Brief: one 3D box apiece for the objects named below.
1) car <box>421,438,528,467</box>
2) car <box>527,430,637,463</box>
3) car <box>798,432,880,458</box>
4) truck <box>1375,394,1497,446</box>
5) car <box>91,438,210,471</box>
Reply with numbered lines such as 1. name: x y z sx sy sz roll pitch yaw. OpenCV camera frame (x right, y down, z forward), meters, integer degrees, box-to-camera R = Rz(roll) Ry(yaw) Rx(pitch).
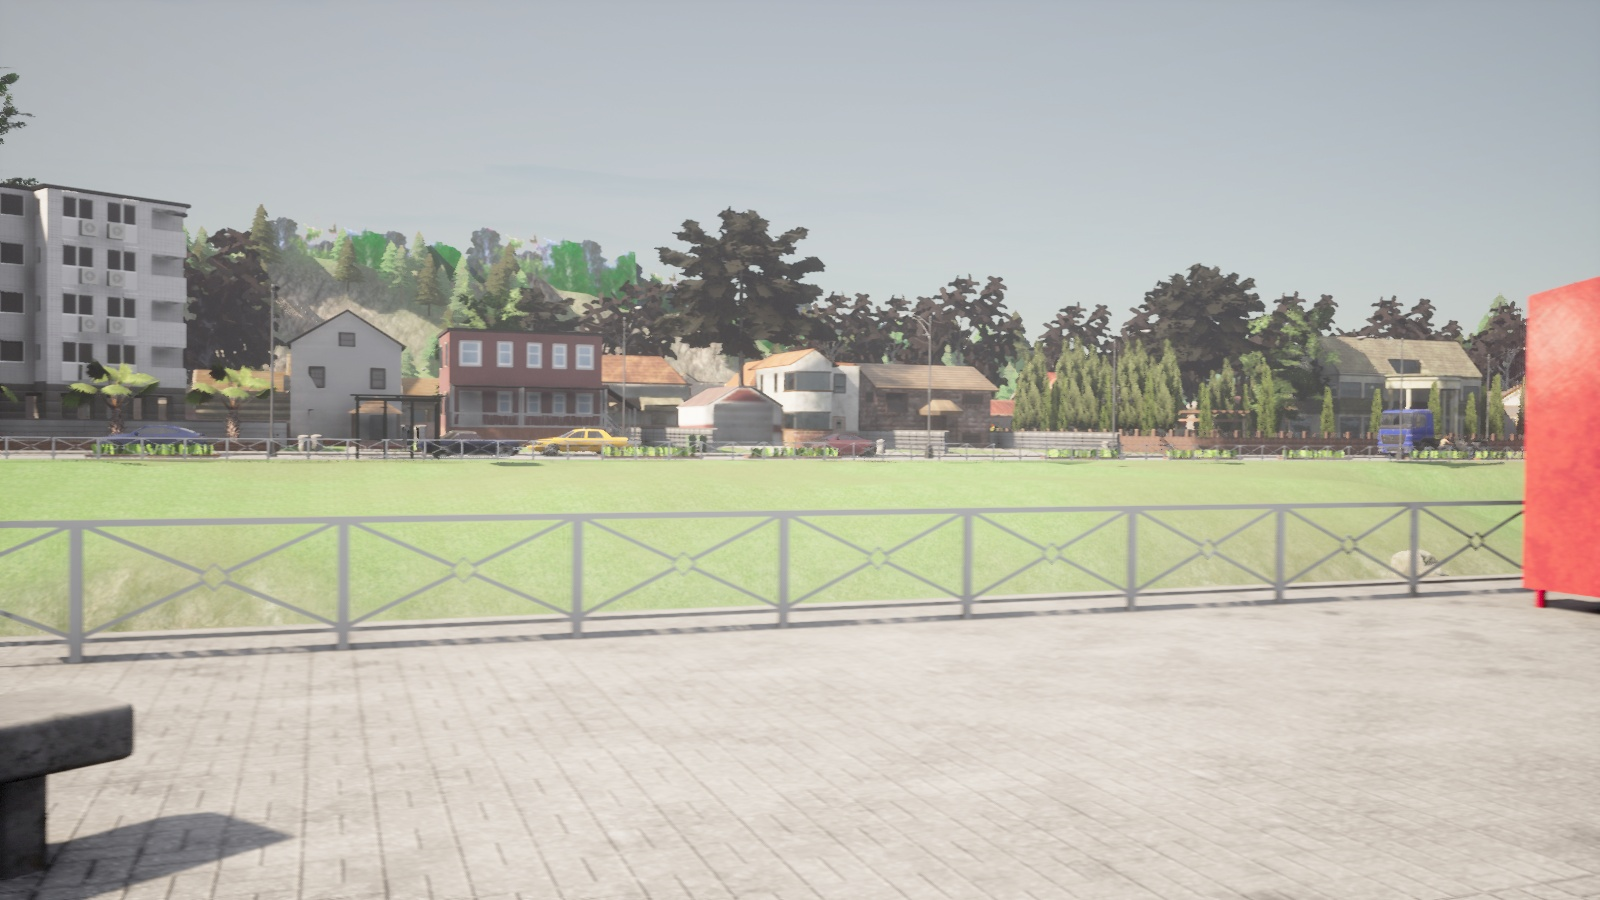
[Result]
1. car: -15.465 0.095 59.626 4.718 1.301 1.895 -1 1 -21
2. car: -11.347 -0.206 65.466 5.366 1.575 1.801 -1 1 -21
3. car: 2.176 -0.310 70.597 4.181 1.385 1.994 -1 1 -21
4. truck: 43.718 -2.062 86.347 7.936 3.462 2.891 -1 1 -21
5. car: -30.100 0.200 58.351 4.674 1.442 1.812 -1 1 -21
